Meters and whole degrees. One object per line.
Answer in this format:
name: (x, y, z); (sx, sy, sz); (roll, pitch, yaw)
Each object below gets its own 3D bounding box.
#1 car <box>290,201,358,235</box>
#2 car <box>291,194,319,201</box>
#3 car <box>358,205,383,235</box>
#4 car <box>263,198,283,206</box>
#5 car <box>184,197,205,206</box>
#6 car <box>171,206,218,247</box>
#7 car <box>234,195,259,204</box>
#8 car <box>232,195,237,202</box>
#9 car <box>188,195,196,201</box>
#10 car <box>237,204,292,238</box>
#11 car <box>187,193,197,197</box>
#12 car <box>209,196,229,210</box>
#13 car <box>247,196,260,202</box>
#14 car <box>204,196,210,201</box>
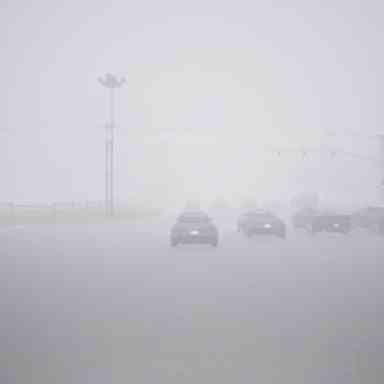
car: (7.101, 1.488, 18.818); (1.882, 1.535, 5.008); (0, 0, 0)
car: (14.099, 1.245, 41.837); (2.150, 2.045, 5.566); (0, 0, 0)
car: (10.602, 1.516, 18.895); (1.837, 1.490, 4.892); (0, 0, 0)
car: (10.587, 1.551, 43.687); (1.812, 1.442, 4.674); (0, 0, 0)
car: (0.097, 1.569, 37.224); (2.033, 1.411, 5.357); (0, 0, 0)
car: (0.103, 1.573, 15.169); (1.994, 1.385, 4.181); (0, 0, 0)
car: (7.098, 1.516, 42.562); (2.128, 1.511, 4.902); (0, 0, 0)
car: (10.501, 1.544, 77.220); (1.837, 1.490, 4.892); (0, 0, 0)
car: (0.001, 1.474, 83.711); (1.882, 1.535, 5.008); (0, 0, 0)
car: (3.601, 1.574, 17.841); (1.994, 1.385, 4.181); (0, 0, 0)
car: (0.001, 1.267, 72.973); (2.150, 2.045, 5.566); (0, 0, 0)
car: (3.599, 1.589, 43.162); (1.994, 1.385, 4.181); (0, 0, 0)
car: (14.001, 1.638, 75.931); (1.895, 1.301, 4.718); (0, 0, 0)
car: (3.501, 1.569, 76.858); (2.128, 1.511, 4.902); (0, 0, 0)
